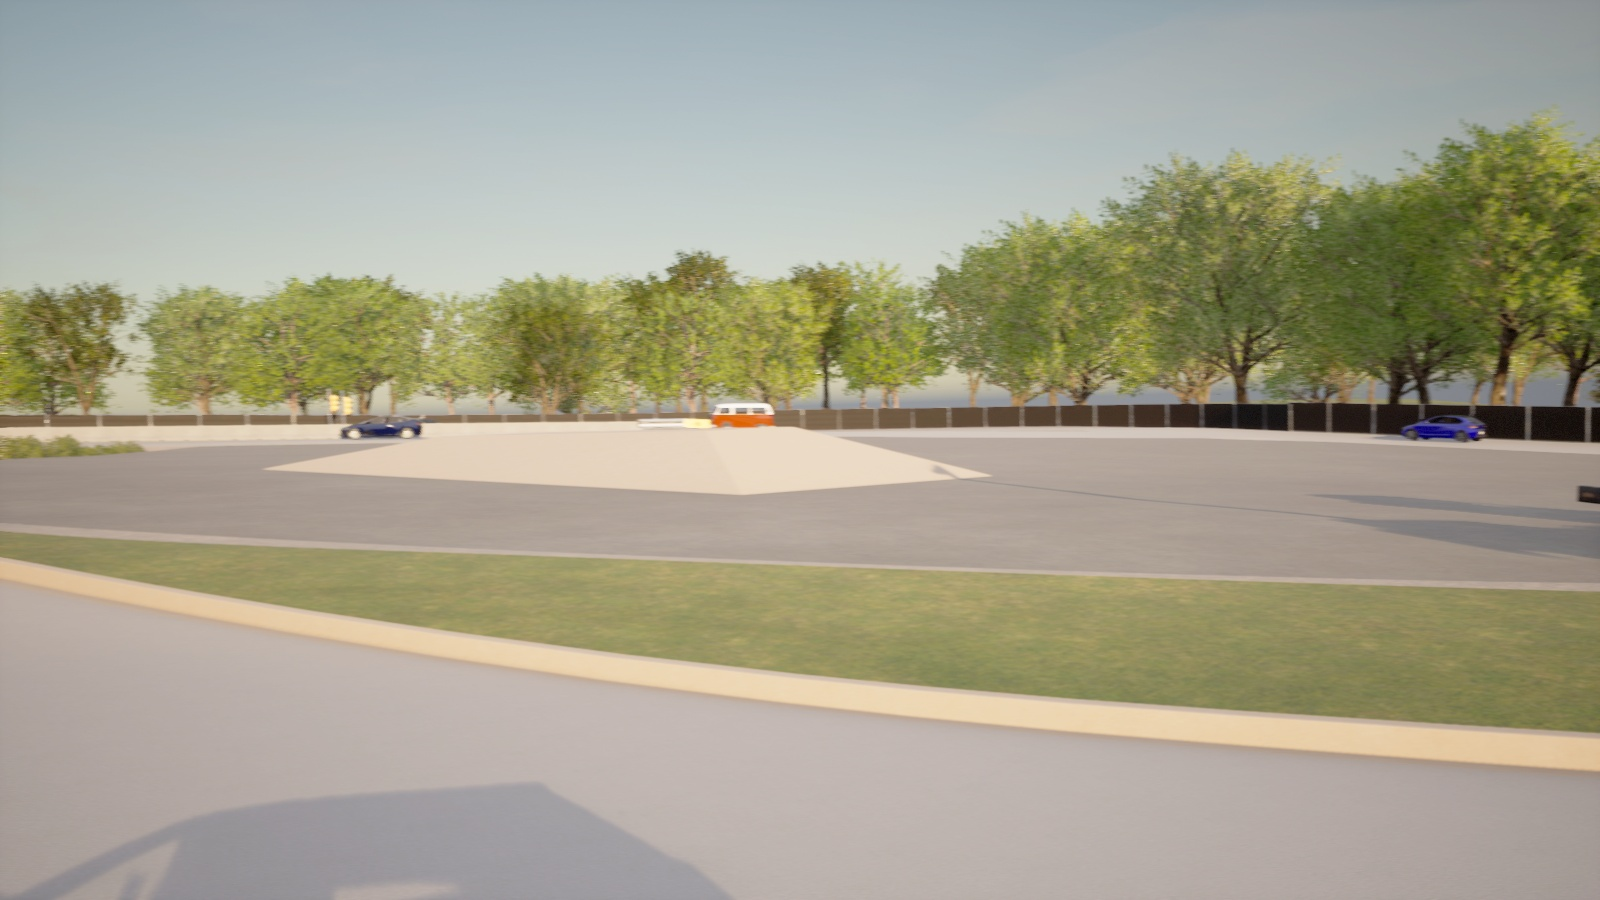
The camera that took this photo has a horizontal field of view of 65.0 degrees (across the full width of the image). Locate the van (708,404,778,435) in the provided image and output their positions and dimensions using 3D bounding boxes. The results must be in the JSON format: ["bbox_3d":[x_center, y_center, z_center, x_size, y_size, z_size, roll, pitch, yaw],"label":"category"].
[{"bbox_3d":[-3.959,-2.131,86.777,4.480,2.038,2.069,-1,4,-14],"label":"van"}]

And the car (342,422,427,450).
[{"bbox_3d":[-25.231,-0.849,76.263,4.792,1.488,2.163,-2,2,-18],"label":"car"}]

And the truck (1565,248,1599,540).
[{"bbox_3d":[13.528,-0.636,14.425,7.936,3.462,2.891,0,3,-7],"label":"truck"}]

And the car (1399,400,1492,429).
[{"bbox_3d":[35.592,-1.988,69.300,1.816,1.474,4.193,-5,5,-37],"label":"car"}]
